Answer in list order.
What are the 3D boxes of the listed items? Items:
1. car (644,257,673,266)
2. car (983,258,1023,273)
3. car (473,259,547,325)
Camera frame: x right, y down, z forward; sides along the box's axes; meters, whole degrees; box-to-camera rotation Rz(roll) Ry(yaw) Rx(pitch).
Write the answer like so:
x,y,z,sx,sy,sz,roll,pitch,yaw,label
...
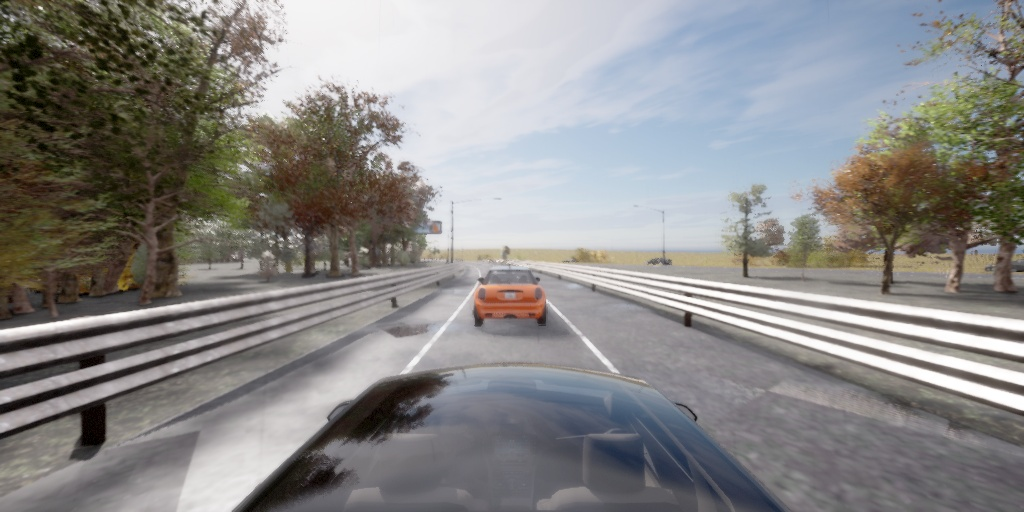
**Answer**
x,y,z,sx,sy,sz,roll,pitch,yaw,label
23.116,0.867,56.819,1.837,1.490,4.892,0,0,-26,car
38.030,0.725,26.281,1.994,1.385,4.181,0,0,-26,car
-0.087,1.115,11.978,2.097,1.767,4.553,0,0,-1,car
